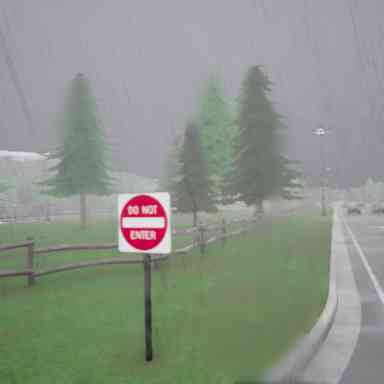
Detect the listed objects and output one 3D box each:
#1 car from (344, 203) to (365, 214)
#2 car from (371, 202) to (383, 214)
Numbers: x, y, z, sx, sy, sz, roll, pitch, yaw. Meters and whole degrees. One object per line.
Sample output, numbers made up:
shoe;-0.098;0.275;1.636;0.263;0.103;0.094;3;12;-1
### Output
car;25.350;2.801;52.070;1.895;1.301;4.718;-2;-2;23
car;28.539;2.662;50.645;1.895;1.301;4.718;-2;-2;23
